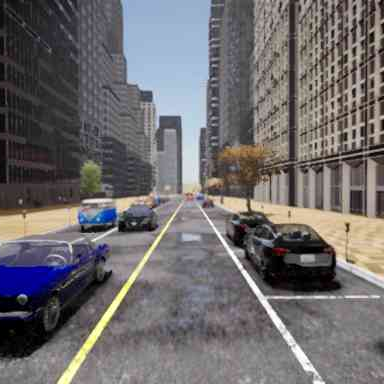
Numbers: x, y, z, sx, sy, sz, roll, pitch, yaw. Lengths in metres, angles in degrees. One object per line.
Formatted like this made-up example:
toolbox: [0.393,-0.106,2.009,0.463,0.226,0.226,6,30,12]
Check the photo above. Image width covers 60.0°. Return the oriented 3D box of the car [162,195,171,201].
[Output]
car: [-6.243,1.573,82.719,2.008,1.369,4.403,-1,0,0]

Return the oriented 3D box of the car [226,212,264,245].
car: [2.587,1.541,15.276,1.947,1.339,4.313,-1,0,0]

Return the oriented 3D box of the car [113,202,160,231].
car: [-3.207,1.560,20.376,1.994,1.385,4.181,0,0,0]

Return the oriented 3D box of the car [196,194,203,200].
car: [2.060,1.438,94.025,1.967,1.590,4.097,-1,0,0]

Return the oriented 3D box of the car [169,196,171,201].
car: [-6.205,1.568,77.095,2.008,1.369,4.403,-1,0,0]

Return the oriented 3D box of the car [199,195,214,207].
car: [2.362,1.550,49.026,1.802,1.307,4.206,-1,0,0]

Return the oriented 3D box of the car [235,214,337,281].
car: [2.624,1.545,9.651,1.947,1.339,4.313,-1,0,0]

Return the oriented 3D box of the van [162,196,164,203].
van: [-6.060,1.346,54.594,1.690,1.788,3.998,-1,0,0]

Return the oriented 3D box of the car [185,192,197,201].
car: [-0.537,1.341,81.950,2.097,1.767,4.553,0,0,0]

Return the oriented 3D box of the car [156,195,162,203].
car: [-6.018,1.548,48.970,1.887,1.381,4.507,-1,0,0]

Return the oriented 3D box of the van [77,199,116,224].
van: [-5.835,1.348,20.845,1.690,1.788,3.998,-1,0,0]

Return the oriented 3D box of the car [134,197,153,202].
car: [-5.943,1.552,37.720,2.008,1.369,4.403,-1,0,0]

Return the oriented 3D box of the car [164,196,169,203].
car: [-6.131,1.554,65.844,1.887,1.381,4.507,-1,0,0]

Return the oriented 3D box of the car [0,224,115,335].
car: [-3.135,1.607,6.840,1.895,1.301,4.718,0,0,0]

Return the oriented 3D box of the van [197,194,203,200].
van: [2.132,1.328,82.776,1.690,1.788,3.998,-1,0,0]

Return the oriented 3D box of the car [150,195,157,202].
car: [-5.980,1.527,43.175,1.752,1.417,4.829,-1,0,0]

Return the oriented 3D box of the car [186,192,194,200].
car: [-0.606,1.124,92.272,2.150,2.045,5.566,0,0,0]
